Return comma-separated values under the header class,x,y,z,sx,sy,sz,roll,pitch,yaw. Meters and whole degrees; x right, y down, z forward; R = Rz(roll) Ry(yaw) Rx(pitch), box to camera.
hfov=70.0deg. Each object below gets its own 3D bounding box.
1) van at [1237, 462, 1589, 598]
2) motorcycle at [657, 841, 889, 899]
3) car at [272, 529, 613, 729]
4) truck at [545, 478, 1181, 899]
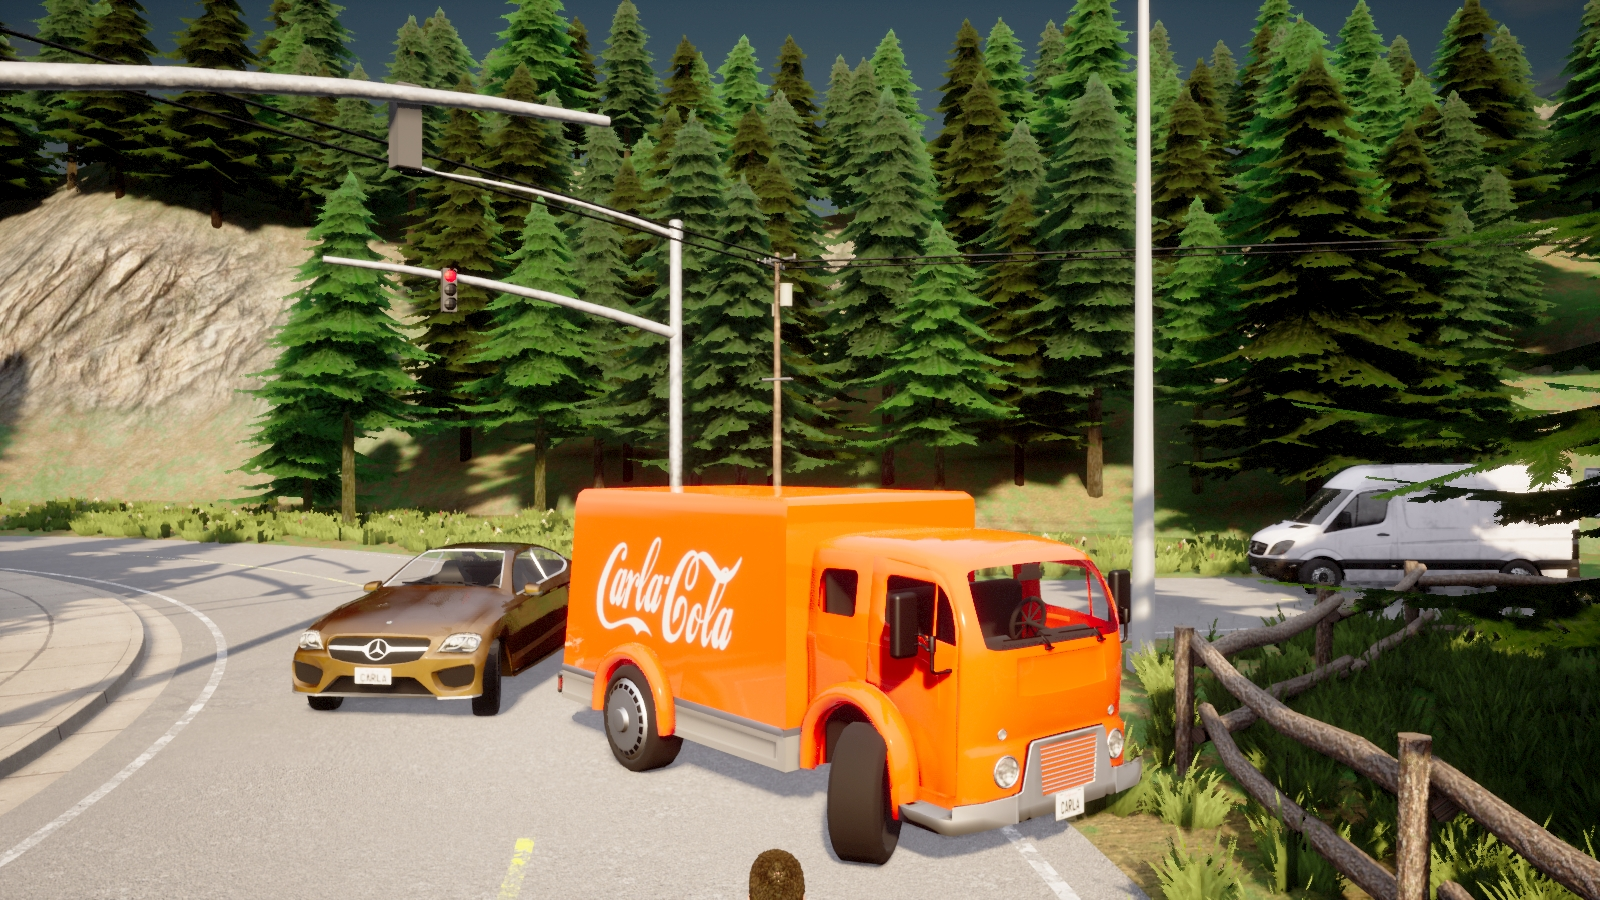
class,x,y,z,sx,sy,sz,roll,pitch,yaw
van,12.126,1.535,22.949,5.915,2.561,1.988,0,0,4
motorcycle,-0.074,2.159,3.526,0.803,1.199,2.033,0,0,-2
car,-4.038,1.970,14.038,2.152,1.651,5.027,0,0,6
truck,0.202,1.542,9.769,2.627,2.467,5.204,0,0,-39
